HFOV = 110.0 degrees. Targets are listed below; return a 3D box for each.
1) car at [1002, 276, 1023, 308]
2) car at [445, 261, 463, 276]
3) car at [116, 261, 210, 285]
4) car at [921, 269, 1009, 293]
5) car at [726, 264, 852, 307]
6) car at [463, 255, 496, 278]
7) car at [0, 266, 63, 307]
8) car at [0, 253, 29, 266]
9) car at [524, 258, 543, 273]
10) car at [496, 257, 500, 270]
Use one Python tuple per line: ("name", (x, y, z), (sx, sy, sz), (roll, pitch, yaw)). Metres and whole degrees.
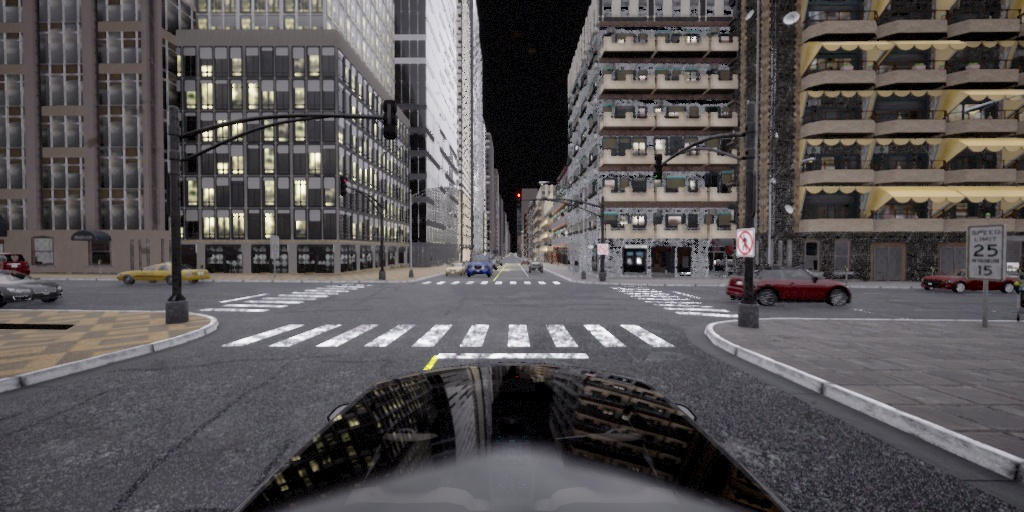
("car", (21.736, 1.574, 13.258), (4.313, 1.339, 1.948), (0, 0, 1))
("car", (-5.630, 1.260, 36.409), (1.751, 1.417, 4.829), (0, 0, 0))
("car", (-21.631, 1.026, 22.290), (4.829, 1.417, 1.751), (0, 0, 1))
("car", (27.409, 1.459, 21.548), (4.507, 1.381, 1.888), (0, 0, 1))
("car", (12.238, 1.239, 15.972), (4.553, 1.767, 2.097), (0, 1, -1))
("car", (-3.042, 0.951, 34.704), (2.150, 2.045, 5.566), (0, 1, 0))
("car", (-20.265, 1.202, 13.954), (4.403, 1.370, 2.007), (0, 0, 1))
("car", (-33.577, 0.709, 22.516), (5.009, 1.841, 2.192), (0, 0, 1))
("car", (2.761, 1.283, 42.219), (2.007, 1.370, 4.403), (0, 0, 0))
("car", (-3.006, 1.208, 49.653), (1.882, 1.535, 5.008), (0, 0, 0))
